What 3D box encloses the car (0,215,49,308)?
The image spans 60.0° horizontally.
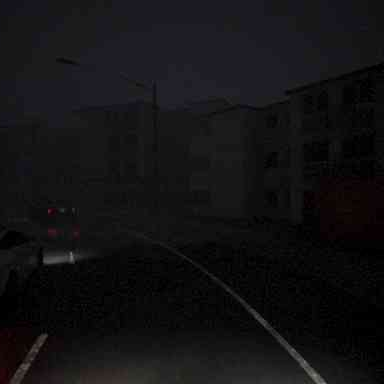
[{"bbox_3d":[-4.657,1.497,7.460,1.812,1.442,4.674,0,0,-15],"label":"car"}]

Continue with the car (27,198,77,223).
[{"bbox_3d":[-9.875,1.232,23.267,2.097,1.767,4.553,-1,1,-42],"label":"car"}]
